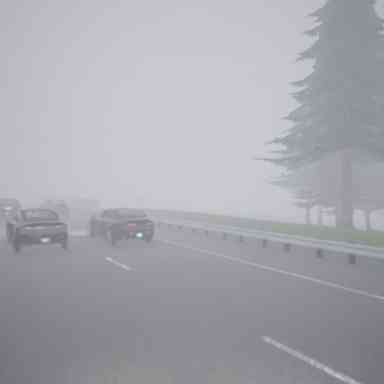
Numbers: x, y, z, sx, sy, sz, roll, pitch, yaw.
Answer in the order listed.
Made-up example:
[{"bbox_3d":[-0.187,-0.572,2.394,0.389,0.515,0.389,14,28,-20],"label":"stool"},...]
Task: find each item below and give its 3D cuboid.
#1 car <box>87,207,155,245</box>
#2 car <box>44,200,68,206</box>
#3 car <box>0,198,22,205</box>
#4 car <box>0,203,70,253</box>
[{"bbox_3d":[-3.402,1.461,15.385,1.837,1.490,4.892,0,0,-33],"label":"car"},{"bbox_3d":[-11.730,1.395,28.205,2.128,1.511,4.902,0,0,-33],"label":"car"},{"bbox_3d":[-14.511,1.250,26.058,2.097,1.767,4.553,0,0,-33],"label":"car"},{"bbox_3d":[-6.365,1.443,13.523,2.128,1.511,4.902,0,0,-33],"label":"car"}]
